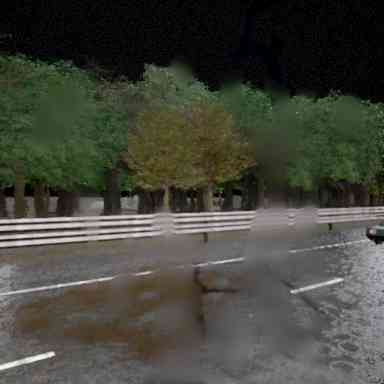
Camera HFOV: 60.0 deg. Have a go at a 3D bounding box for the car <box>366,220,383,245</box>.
[{"bbox_3d":[10.032,1.772,15.213,4.718,1.301,1.895,1,0,-36],"label":"car"}]
